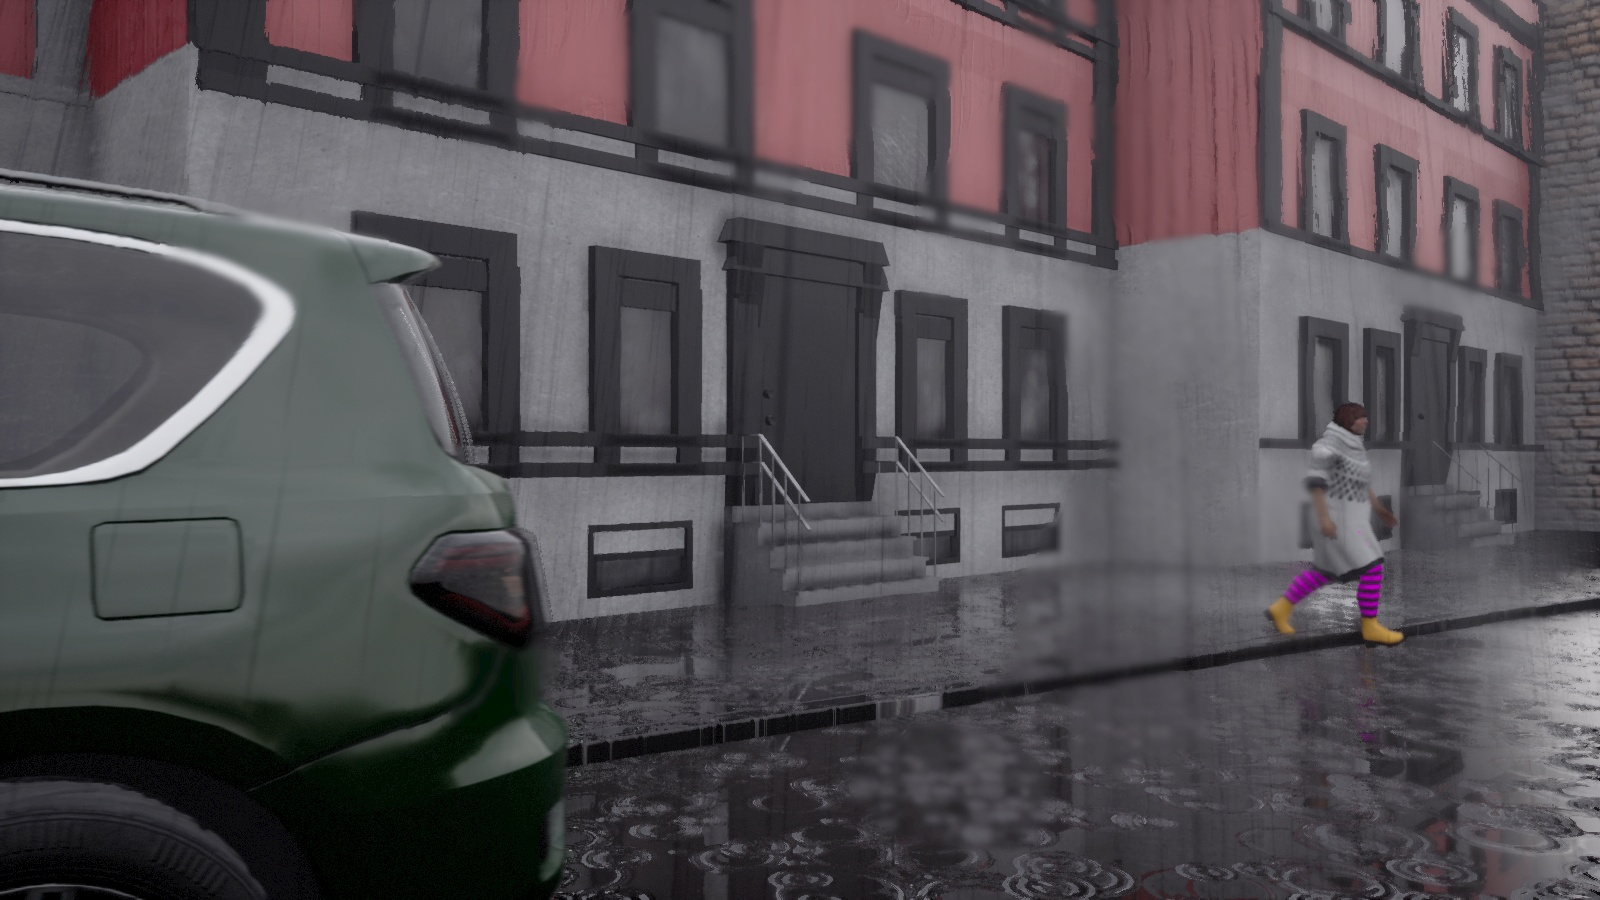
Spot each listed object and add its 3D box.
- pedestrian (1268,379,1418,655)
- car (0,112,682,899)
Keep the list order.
[{"bbox_3d":[4.066,0.476,9.411,0.873,1.952,0.659,0,0,40],"label":"pedestrian"},{"bbox_3d":[-3.155,0.475,2.052,5.566,2.045,2.150,0,0,-35],"label":"car"}]
